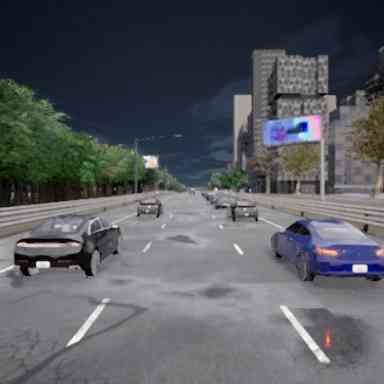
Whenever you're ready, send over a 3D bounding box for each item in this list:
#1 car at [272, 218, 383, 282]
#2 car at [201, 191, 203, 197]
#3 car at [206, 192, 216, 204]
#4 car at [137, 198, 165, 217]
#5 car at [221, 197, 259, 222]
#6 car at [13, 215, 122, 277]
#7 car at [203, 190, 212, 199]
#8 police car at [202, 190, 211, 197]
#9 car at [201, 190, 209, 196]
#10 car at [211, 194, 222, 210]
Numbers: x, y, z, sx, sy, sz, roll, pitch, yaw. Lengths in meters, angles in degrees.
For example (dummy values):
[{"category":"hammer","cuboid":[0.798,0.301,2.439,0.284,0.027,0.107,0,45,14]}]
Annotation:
[{"category":"car","cuboid":[3.601,1.466,9.427,1.812,1.442,4.674,0,0,0]},{"category":"car","cuboid":[3.511,0.497,70.064,2.097,1.767,4.553,0,1,0]},{"category":"car","cuboid":[3.508,1.058,48.099,2.033,1.411,5.357,0,1,0]},{"category":"car","cuboid":[-3.397,1.252,27.786,2.128,1.511,4.902,0,1,0]},{"category":"car","cuboid":[3.602,1.286,24.278,2.128,1.511,4.902,0,0,0]},{"category":"car","cuboid":[-3.400,1.427,10.018,2.128,1.511,4.902,0,0,0]},{"category":"car","cuboid":[3.509,0.831,59.127,2.163,1.488,4.792,0,1,0]},{"category":"police car","cuboid":[3.514,0.389,81.201,1.930,1.638,5.238,0,1,0]},{"category":"car","cuboid":[3.526,0.334,92.121,2.163,1.488,4.792,0,1,0]},{"category":"car","cuboid":[3.506,1.227,37.103,1.994,1.385,4.181,0,1,0]}]
